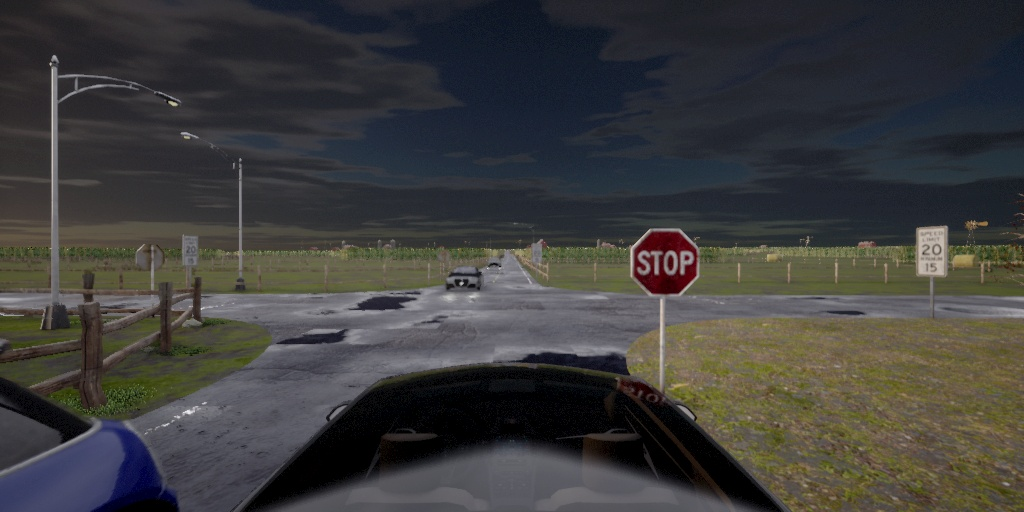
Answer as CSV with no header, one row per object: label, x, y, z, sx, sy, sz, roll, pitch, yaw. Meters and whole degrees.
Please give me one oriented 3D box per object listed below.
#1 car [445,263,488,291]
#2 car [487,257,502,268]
car,-2.745,1.295,21.509,1.994,1.385,4.181,0,0,0
car,-2.735,0.952,56.604,2.097,1.767,4.553,0,0,0
